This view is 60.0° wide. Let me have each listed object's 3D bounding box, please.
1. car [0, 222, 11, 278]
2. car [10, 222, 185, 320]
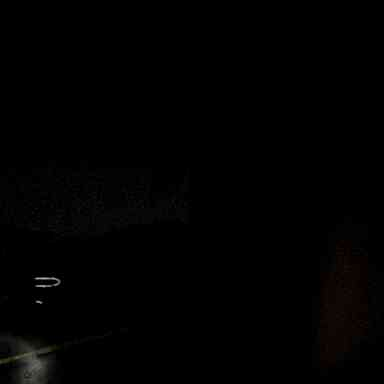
[{"bbox_3d":[-6.009,1.477,8.304,5.008,1.535,1.882,0,0,-35],"label":"car"},{"bbox_3d":[-1.091,1.479,7.512,5.008,1.535,1.882,0,0,-36],"label":"car"}]
